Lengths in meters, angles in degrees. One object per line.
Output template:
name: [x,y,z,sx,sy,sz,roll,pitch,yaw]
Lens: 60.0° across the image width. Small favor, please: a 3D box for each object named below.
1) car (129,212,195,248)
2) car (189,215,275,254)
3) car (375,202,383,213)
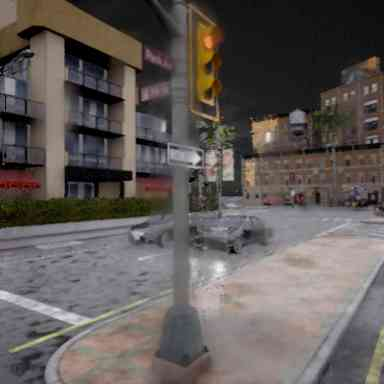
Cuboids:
car: [-1.040,1.777,16.670,2.128,1.511,4.902,-1,-1,35]
car: [2.010,1.775,14.929,2.033,1.411,5.357,-1,-1,35]
car: [25.040,1.937,41.896,1.837,1.490,4.892,1,-1,-2]
